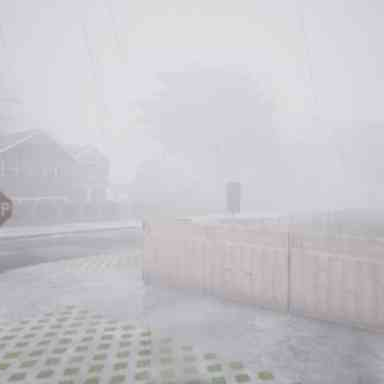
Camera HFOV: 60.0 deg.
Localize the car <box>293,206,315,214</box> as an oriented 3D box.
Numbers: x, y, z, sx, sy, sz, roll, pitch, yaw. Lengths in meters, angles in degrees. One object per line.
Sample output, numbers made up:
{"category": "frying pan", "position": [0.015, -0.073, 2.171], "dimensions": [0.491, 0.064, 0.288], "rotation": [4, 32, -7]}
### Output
{"category": "car", "position": [15.545, 2.566, 45.859], "dimensions": [1.994, 1.385, 4.181], "rotation": [1, -1, 36]}
